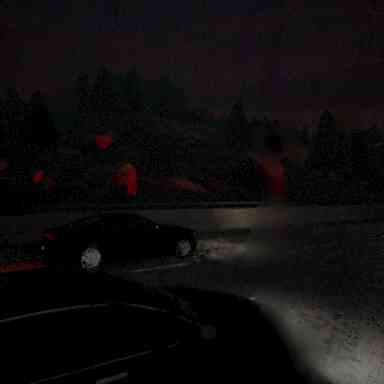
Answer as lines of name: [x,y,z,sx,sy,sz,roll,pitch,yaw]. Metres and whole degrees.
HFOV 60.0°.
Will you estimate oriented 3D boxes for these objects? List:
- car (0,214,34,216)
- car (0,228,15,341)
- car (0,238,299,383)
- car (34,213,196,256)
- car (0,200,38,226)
car: [-11.115,1.329,17.491,5.008,1.535,1.882,0,0,-35]
car: [-5.190,1.453,4.301,4.892,1.490,1.837,0,0,-36]
car: [-1.083,1.484,2.945,4.892,1.490,1.837,0,0,-35]
car: [-2.137,1.413,10.734,5.008,1.535,1.882,0,0,-34]
car: [-12.535,1.305,20.760,5.008,1.535,1.882,0,0,-35]
